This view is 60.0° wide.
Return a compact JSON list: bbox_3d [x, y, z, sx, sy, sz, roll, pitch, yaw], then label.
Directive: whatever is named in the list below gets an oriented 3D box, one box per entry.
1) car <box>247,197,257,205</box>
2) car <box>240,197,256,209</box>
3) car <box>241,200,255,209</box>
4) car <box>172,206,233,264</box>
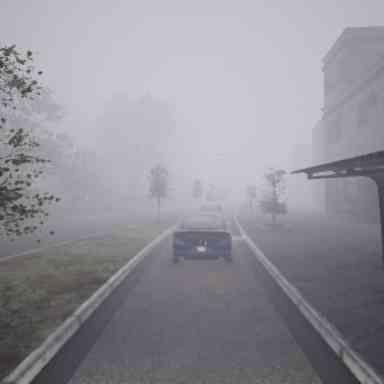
[{"bbox_3d":[15.359,2.280,84.548,2.435,2.045,5.566,0,-1,12],"label":"car"},{"bbox_3d":[8.541,1.975,52.031,2.097,1.535,5.008,-1,-1,11],"label":"car"},{"bbox_3d":[9.649,2.100,57.416,2.163,1.488,4.792,0,-1,12],"label":"car"},{"bbox_3d":[0.426,1.488,12.025,1.882,1.535,5.008,0,0,4],"label":"car"}]
